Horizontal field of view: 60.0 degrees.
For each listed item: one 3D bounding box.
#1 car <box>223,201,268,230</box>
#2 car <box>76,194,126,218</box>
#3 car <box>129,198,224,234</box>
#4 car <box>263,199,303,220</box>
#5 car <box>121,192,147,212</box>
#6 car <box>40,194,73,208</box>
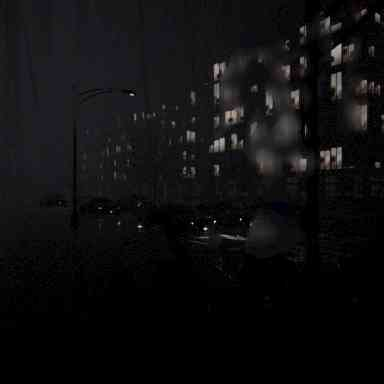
[{"bbox_3d":[1.603,1.289,19.683,2.033,1.411,5.357,0,1,-36],"label":"car"},{"bbox_3d":[-7.178,1.087,25.519,1.812,1.442,4.674,0,1,-38],"label":"car"},{"bbox_3d":[-1.003,1.292,17.685,2.033,1.411,5.357,0,1,-38],"label":"car"},{"bbox_3d":[5.978,1.234,24.902,1.812,1.442,4.674,0,1,-38],"label":"car"},{"bbox_3d":[-4.585,0.911,27.486,2.097,1.767,4.553,0,1,-38],"label":"car"},{"bbox_3d":[-14.418,0.910,34.751,1.994,1.385,4.181,0,1,-39],"label":"car"}]
